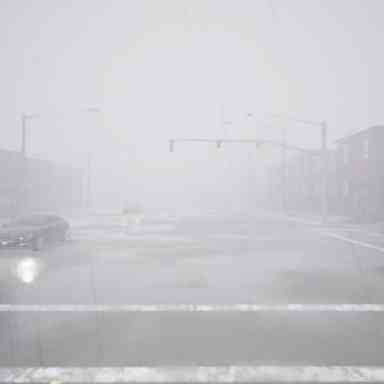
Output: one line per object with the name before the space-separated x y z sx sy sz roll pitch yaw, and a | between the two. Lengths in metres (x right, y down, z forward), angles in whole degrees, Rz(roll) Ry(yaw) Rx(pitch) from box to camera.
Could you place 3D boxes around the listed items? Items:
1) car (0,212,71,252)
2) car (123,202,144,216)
car | -6.999 1.704 14.861 1.837 1.490 4.892 0 -1 0
car | -7.001 1.986 39.996 1.882 1.535 5.008 0 0 0
